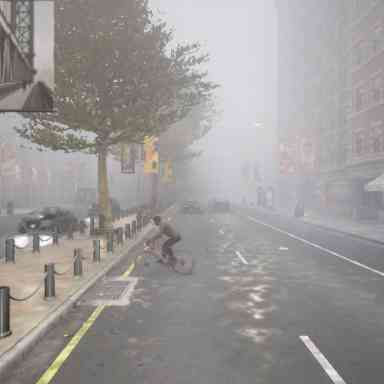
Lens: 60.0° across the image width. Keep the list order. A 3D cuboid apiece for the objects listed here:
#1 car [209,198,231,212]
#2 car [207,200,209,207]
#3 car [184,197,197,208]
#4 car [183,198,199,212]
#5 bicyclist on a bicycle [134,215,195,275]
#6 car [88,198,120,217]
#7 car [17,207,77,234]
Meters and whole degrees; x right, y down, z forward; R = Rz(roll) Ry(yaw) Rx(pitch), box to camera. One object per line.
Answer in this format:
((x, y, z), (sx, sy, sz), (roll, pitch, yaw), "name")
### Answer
((3.315, 1.478, 38.376), (1.882, 1.535, 5.008), (0, 0, 0), "car")
((3.259, 1.564, 47.363), (1.994, 1.385, 4.181), (0, 0, 0), "car")
((-0.188, 1.526, 48.070), (1.812, 1.442, 4.674), (0, 0, 1), "car")
((-0.121, 1.601, 38.966), (1.895, 1.301, 4.718), (0, 0, 0), "car")
((-0.753, 1.455, 8.974), (1.656, 1.620, 0.582), (-2, 0, 0), "bicyclist on a bicycle")
((-8.234, 1.351, 31.412), (2.097, 1.767, 4.553), (0, 0, 0), "car")
((-8.168, 1.564, 19.075), (1.994, 1.385, 4.181), (0, 0, 0), "car")
